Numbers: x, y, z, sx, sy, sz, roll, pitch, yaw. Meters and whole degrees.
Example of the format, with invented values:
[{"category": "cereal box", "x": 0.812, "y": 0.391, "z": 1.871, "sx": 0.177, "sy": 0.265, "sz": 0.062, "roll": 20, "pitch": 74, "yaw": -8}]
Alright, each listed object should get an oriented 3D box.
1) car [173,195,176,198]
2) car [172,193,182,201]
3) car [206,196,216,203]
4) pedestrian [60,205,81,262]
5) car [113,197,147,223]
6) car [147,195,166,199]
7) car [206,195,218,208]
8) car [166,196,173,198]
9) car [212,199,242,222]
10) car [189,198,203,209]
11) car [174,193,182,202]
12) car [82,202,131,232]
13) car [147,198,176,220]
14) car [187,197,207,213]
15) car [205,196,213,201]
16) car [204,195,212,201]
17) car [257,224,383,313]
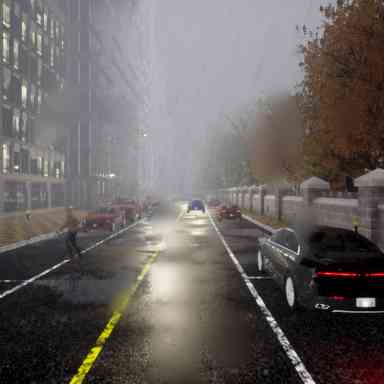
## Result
[{"category": "car", "x": -4.569, "y": 1.550, "z": 59.493, "sx": 2.008, "sy": 1.369, "sz": 4.403, "roll": 0, "pitch": 0, "yaw": 2}, {"category": "car", "x": -3.867, "y": 1.312, "z": 87.660, "sx": 2.192, "sy": 1.841, "sz": 5.009, "roll": 0, "pitch": 0, "yaw": 1}, {"category": "car", "x": 3.947, "y": 1.551, "z": 71.397, "sx": 2.008, "sy": 1.369, "sz": 4.403, "roll": 0, "pitch": 0, "yaw": 1}, {"category": "pedestrian", "x": -3.891, "y": 1.293, "z": 10.672, "sx": 0.375, "sy": 1.860, "sz": 0.375, "roll": 0, "pitch": 0, "yaw": 0}, {"category": "car", "x": -5.145, "y": 1.314, "z": 25.757, "sx": 2.192, "sy": 1.841, "sz": 5.009, "roll": 0, "pitch": 0, "yaw": 1}, {"category": "car", "x": -5.000, "y": 1.314, "z": 42.633, "sx": 2.192, "sy": 1.841, "sz": 5.009, "roll": 0, "pitch": 0, "yaw": 1}, {"category": "car", "x": 3.317, "y": 1.545, "z": 48.898, "sx": 1.887, "sy": 1.381, "sz": 4.507, "roll": 0, "pitch": 0, "yaw": 1}, {"category": "car", "x": -4.728, "y": 1.550, "z": 53.875, "sx": 2.008, "sy": 1.369, "sz": 4.403, "roll": 0, "pitch": 0, "yaw": 1}, {"category": "car", "x": 2.888, "y": 1.544, "z": 26.340, "sx": 1.887, "sy": 1.381, "sz": 4.507, "roll": 0, "pitch": 0, "yaw": 1}, {"category": "car", "x": 0.636, "y": 1.601, "z": 47.626, "sx": 1.895, "sy": 1.301, "sz": 4.718, "roll": 0, "pitch": 0, "yaw": 2}, {"category": "car", "x": -4.101, "y": 1.550, "z": 76.383, "sx": 2.008, "sy": 1.369, "sz": 4.403, "roll": 0, "pitch": 0, "yaw": 1}, {"category": "car", "x": -5.209, "y": 1.544, "z": 20.131, "sx": 1.887, "sy": 1.381, "sz": 4.507, "roll": 0, "pitch": 0, "yaw": 1}, {"category": "car", "x": -2.637, "y": 1.504, "z": 28.144, "sx": 1.837, "sy": 1.490, "sz": 4.892, "roll": 0, "pitch": 0, "yaw": 1}, {"category": "car", "x": 0.456, "y": 1.525, "z": 37.072, "sx": 1.812, "sy": 1.442, "sz": 4.674, "roll": 0, "pitch": 0, "yaw": 1}, {"category": "car", "x": 4.209, "y": 1.581, "z": 82.631, "sx": 1.802, "sy": 1.307, "sz": 4.206, "roll": 0, "pitch": 0, "yaw": 1}, {"category": "car", "x": 4.315, "y": 1.548, "z": 88.250, "sx": 2.008, "sy": 1.369, "sz": 4.403, "roll": 0, "pitch": 0, "yaw": 1}, {"category": "car", "x": 2.766, "y": 1.505, "z": 7.697, "sx": 1.837, "sy": 1.490, "sz": 4.892, "roll": 0, "pitch": 0, "yaw": 0}]
